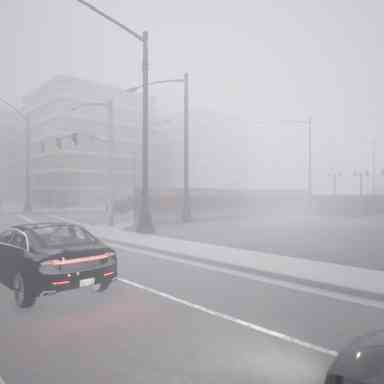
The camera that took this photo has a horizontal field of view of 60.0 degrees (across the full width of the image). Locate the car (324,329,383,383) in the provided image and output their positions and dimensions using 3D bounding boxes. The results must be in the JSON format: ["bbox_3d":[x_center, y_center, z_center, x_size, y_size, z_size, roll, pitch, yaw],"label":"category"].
[{"bbox_3d":[3.196,1.505,1.584,4.892,1.490,1.837,0,0,38],"label":"car"}]

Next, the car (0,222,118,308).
[{"bbox_3d":[-3.647,1.492,8.041,2.128,1.511,4.902,0,0,-43],"label":"car"}]

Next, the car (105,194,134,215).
[{"bbox_3d":[-6.290,1.221,34.999,5.566,2.045,2.150,0,0,-44],"label":"car"}]
